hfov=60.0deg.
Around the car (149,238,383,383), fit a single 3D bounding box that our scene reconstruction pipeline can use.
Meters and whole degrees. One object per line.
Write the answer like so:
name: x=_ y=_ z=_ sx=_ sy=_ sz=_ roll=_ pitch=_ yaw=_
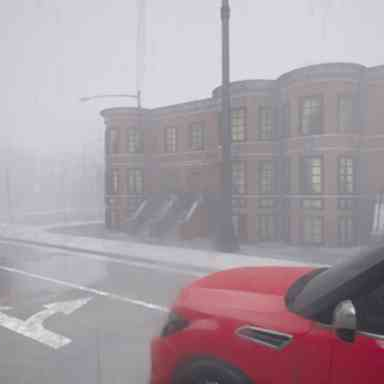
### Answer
car: x=2.231 y=1.220 z=2.397 sx=5.566 sy=2.045 sz=2.150 roll=0 pitch=0 yaw=36
